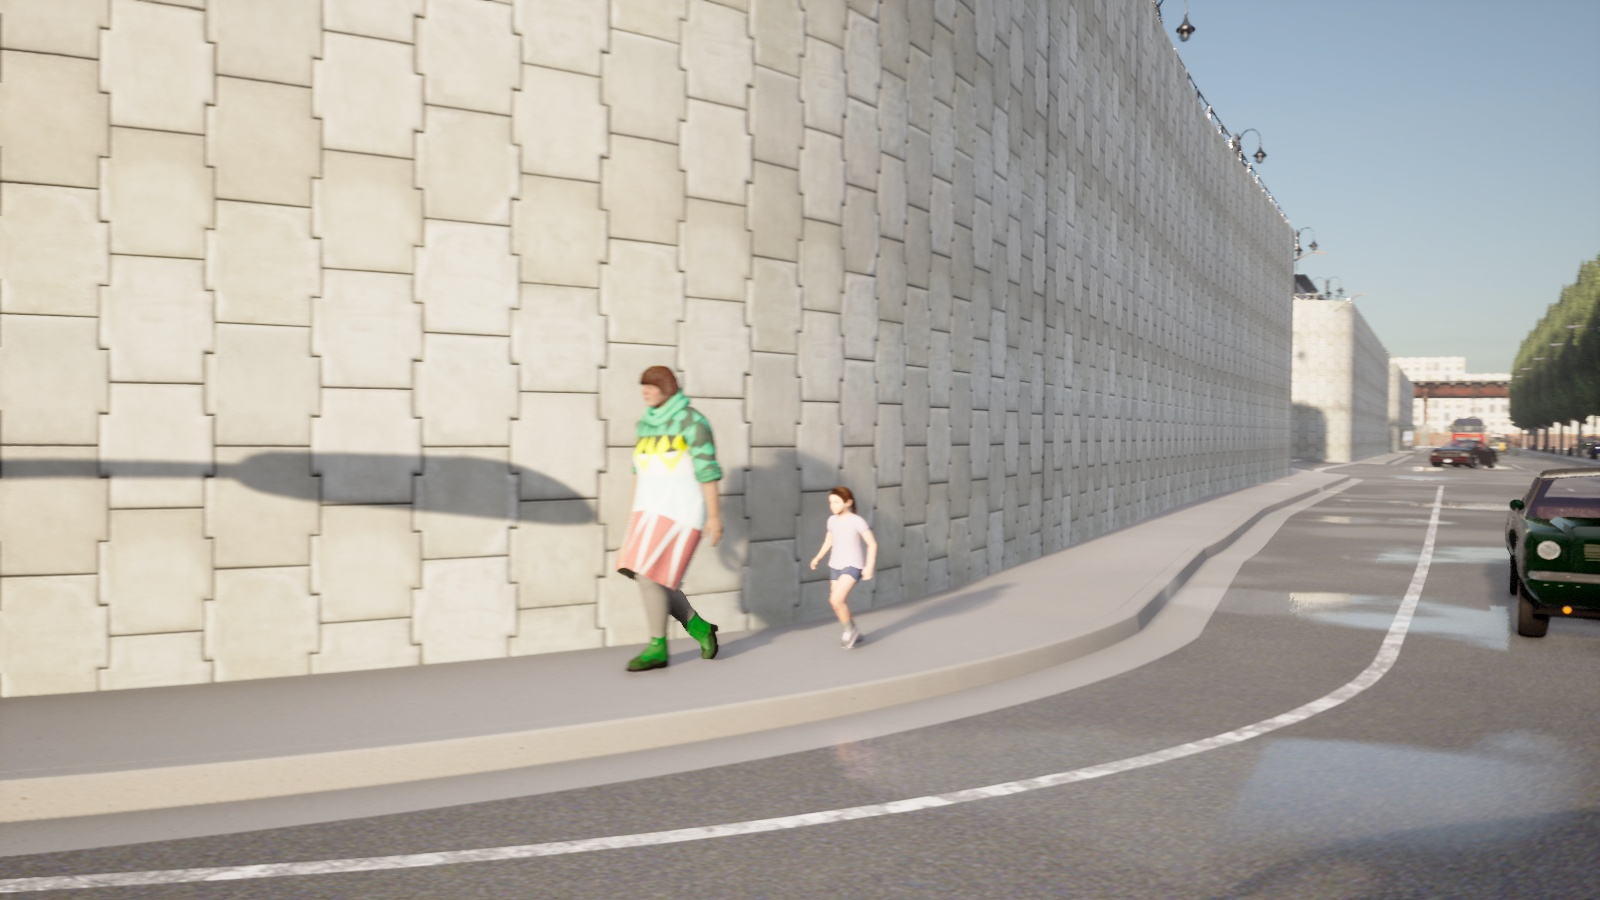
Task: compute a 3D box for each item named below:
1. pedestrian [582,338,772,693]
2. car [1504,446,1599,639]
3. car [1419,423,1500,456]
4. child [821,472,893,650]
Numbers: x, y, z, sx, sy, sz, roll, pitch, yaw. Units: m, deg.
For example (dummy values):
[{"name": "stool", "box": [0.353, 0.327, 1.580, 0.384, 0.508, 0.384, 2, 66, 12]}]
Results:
[{"name": "pedestrian", "box": [-0.726, 0.350, 7.413, 0.873, 1.952, 0.659, -1, 1, -36]}, {"name": "car", "box": [7.219, 0.655, 10.838, 1.895, 1.301, 4.718, 0, 1, 28]}, {"name": "car", "box": [31.793, -0.485, 60.483, 2.033, 1.411, 5.357, 1, 0, 44]}, {"name": "child", "box": [0.373, 0.707, 8.179, 0.394, 1.110, 0.255, -1, 1, -42]}]
